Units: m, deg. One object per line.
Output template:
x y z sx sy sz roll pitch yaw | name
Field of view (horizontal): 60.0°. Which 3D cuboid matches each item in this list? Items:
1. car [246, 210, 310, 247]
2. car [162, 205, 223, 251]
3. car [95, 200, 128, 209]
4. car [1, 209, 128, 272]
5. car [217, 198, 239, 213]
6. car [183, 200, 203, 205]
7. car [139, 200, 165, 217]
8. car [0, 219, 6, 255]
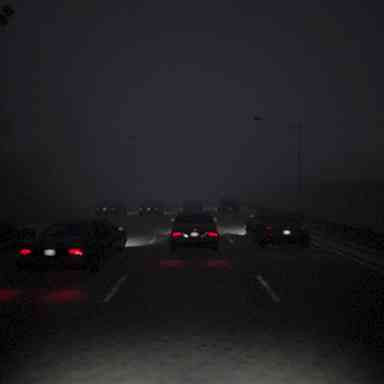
3.587 1.488 14.572 1.994 1.385 4.181 0 0 0 | car
0.090 1.476 13.765 2.033 1.411 5.357 0 0 0 | car
-6.912 1.398 28.846 2.033 1.411 5.357 0 0 0 | car
-3.416 1.493 10.509 2.033 1.411 5.357 0 0 0 | car
3.596 1.317 33.749 2.128 1.511 4.902 0 0 0 | car
0.091 1.435 32.149 1.895 1.301 4.718 0 0 0 | car
-3.412 1.398 28.849 2.033 1.411 5.357 0 0 0 | car
-6.916 1.493 10.509 2.033 1.411 5.357 0 0 0 | car
